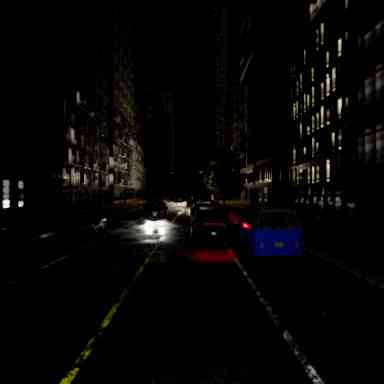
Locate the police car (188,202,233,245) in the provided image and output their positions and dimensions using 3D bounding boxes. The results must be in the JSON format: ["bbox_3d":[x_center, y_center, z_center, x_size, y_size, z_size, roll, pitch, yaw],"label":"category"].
[{"bbox_3d":[0.895,1.496,16.211,1.930,1.638,5.238,0,0,0],"label":"police car"}]

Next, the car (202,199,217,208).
[{"bbox_3d":[2.677,1.771,51.928,2.008,1.369,4.403,0,0,0],"label":"car"}]

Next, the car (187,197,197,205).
[{"bbox_3d":[-0.018,1.820,66.846,2.033,1.411,5.357,0,0,0],"label":"car"}]

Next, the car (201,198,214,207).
[{"bbox_3d":[2.675,1.790,57.620,2.008,1.369,4.403,0,0,0],"label":"car"}]

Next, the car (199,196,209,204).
[{"bbox_3d":[2.670,1.727,74.698,1.967,1.590,4.097,0,0,0],"label":"car"}]

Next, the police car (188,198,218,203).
[{"bbox_3d":[0.893,1.540,26.210,1.930,1.638,5.238,0,0,0],"label":"police car"}]

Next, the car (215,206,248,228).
[{"bbox_3d":[2.684,1.684,23.465,1.802,1.307,4.206,0,0,0],"label":"car"}]

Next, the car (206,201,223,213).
[{"bbox_3d":[2.679,1.758,40.543,1.802,1.307,4.206,0,0,0],"label":"car"}]

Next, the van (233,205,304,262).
[{"bbox_3d":[2.687,1.394,12.083,1.690,1.788,3.998,0,0,0],"label":"van"}]

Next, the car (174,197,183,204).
[{"bbox_3d":[-3.020,1.786,71.414,1.812,1.442,4.674,0,0,0],"label":"car"}]

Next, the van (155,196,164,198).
[{"bbox_3d":[-5.705,1.580,57.623,1.690,1.788,3.998,0,0,0],"label":"van"}]

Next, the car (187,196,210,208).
[{"bbox_3d":[0.891,1.365,32.132,2.150,2.045,5.566,0,0,0],"label":"car"}]

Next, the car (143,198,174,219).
[{"bbox_3d":[-3.106,1.623,30.177,2.128,1.511,4.902,0,0,0],"label":"car"}]

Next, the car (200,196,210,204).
[{"bbox_3d":[2.672,1.711,69.006,1.967,1.590,4.097,0,0,0],"label":"car"}]

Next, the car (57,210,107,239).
[{"bbox_3d":[-5.696,1.660,17.774,1.802,1.307,4.206,0,0,0],"label":"car"}]
